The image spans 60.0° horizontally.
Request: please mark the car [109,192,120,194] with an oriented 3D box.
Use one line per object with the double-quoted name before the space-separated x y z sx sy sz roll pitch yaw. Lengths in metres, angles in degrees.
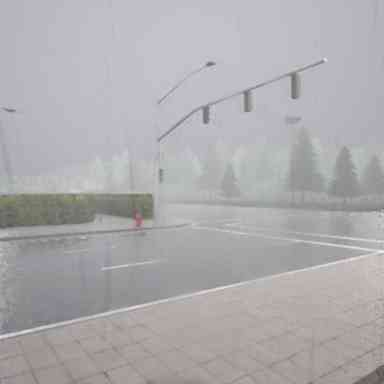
"car" -17.659 1.004 74.308 2.150 2.045 5.566 0 0 -35
